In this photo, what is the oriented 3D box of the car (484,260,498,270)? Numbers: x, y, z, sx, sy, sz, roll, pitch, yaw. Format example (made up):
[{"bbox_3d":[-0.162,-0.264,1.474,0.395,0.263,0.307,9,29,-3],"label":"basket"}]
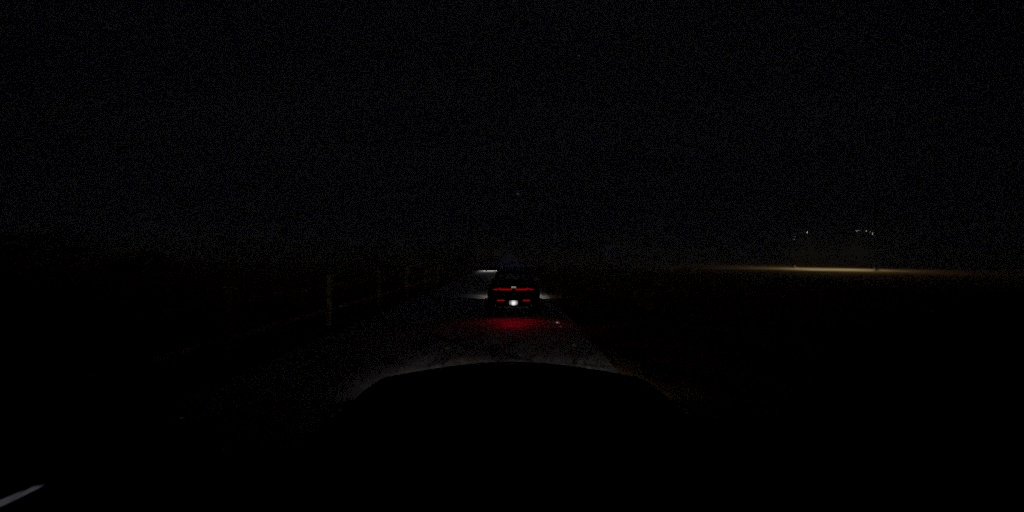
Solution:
[{"bbox_3d":[-2.837,1.297,51.038,1.994,1.385,4.181,0,0,0],"label":"car"}]

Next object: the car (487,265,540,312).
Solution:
[{"bbox_3d":[0.067,1.273,14.215,1.837,1.490,4.892,0,0,0],"label":"car"}]

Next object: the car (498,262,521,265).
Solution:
[{"bbox_3d":[0.068,1.259,30.661,1.882,1.535,5.008,0,0,0],"label":"car"}]
